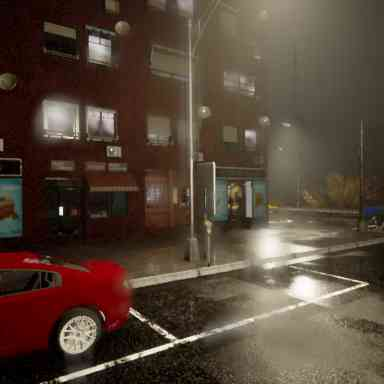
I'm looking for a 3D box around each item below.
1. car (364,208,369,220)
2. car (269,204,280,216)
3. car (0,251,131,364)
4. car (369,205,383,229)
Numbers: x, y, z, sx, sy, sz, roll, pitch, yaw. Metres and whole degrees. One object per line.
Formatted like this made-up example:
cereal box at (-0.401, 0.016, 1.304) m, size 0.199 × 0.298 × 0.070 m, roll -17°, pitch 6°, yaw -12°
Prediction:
car at (14.784, 1.535, 23.359) m, size 1.882 × 1.535 × 5.008 m, roll 0°, pitch -1°, yaw -35°
car at (6.890, 1.645, 34.647) m, size 1.882 × 1.535 × 5.008 m, roll -1°, pitch 1°, yaw -35°
car at (-3.055, 1.545, 4.395) m, size 4.507 × 1.381 × 1.887 m, roll 0°, pitch -1°, yaw -35°
car at (12.909, 1.555, 18.783) m, size 1.837 × 1.490 × 4.892 m, roll 0°, pitch -2°, yaw -20°
